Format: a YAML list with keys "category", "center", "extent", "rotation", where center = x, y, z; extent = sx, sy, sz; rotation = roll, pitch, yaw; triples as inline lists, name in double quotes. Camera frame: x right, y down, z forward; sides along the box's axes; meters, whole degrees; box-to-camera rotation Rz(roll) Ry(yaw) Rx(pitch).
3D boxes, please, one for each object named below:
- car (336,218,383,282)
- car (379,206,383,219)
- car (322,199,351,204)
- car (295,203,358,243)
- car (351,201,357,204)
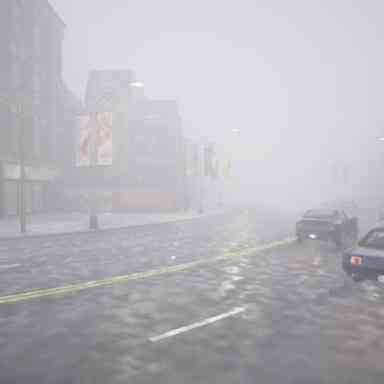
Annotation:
- category: "car"
  center: [5.691, 1.592, 8.815]
  extent: [1.895, 1.301, 4.718]
  rotation: [0, 0, 42]
- category: "car"
  center: [15.183, 1.502, 24.703]
  extent: [1.812, 1.442, 4.674]
  rotation: [0, 0, 22]
- category: "car"
  center: [14.700, 1.511, 35.039]
  extent: [2.033, 1.411, 5.357]
  rotation: [0, 0, 11]
- category: "car"
  center: [6.217, 1.488, 15.155]
  extent: [1.837, 1.490, 4.892]
  rotation: [1, 0, 36]
- category: "car"
  center: [18.833, 1.520, 41.318]
  extent: [1.994, 1.385, 4.181]
  rotation: [0, 0, 5]
